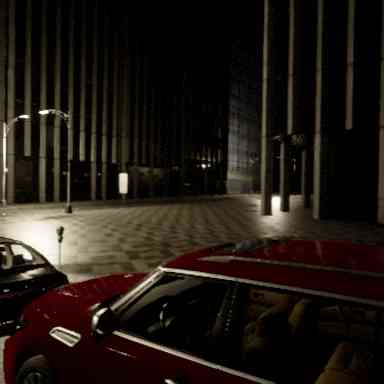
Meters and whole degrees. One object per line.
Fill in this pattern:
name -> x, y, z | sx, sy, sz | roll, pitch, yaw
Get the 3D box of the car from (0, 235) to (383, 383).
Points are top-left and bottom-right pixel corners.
car -> 0.590, 1.299, 2.604 | 5.009, 1.841, 2.192 | 1, 1, 35
